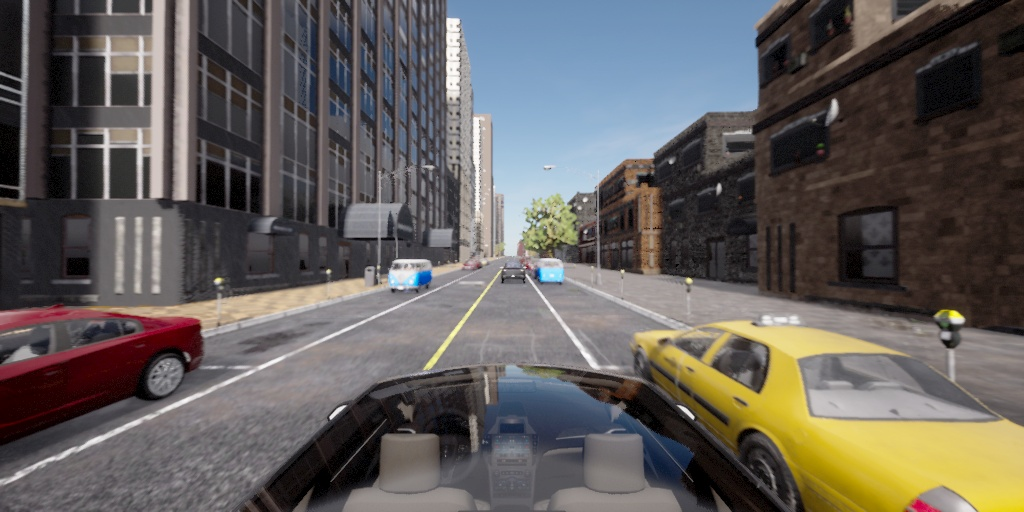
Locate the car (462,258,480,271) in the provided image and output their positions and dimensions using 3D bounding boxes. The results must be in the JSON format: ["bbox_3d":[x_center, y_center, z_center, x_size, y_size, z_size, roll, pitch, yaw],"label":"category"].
[{"bbox_3d":[-5.695,1.318,48.111,1.802,1.307,4.207,0,0,0],"label":"car"}]

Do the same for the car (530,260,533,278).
[{"bbox_3d":[2.688,1.312,31.474,1.948,1.339,4.313,0,0,0],"label":"car"}]

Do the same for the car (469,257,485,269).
[{"bbox_3d":[-5.696,1.045,53.657,2.192,1.841,5.009,0,0,0],"label":"car"}]

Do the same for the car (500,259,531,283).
[{"bbox_3d":[0.097,1.240,28.190,2.128,1.511,4.902,0,0,0],"label":"car"}]

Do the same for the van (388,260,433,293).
[{"bbox_3d":[-5.692,1.092,20.380,1.690,1.789,3.998,0,0,0],"label":"van"}]

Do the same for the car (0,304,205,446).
[{"bbox_3d":[-5.690,1.296,3.739,1.888,1.381,4.507,0,0,0],"label":"car"}]

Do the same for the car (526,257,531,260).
[{"bbox_3d":[2.687,1.183,37.020,1.967,1.591,4.097,0,0,0],"label":"car"}]

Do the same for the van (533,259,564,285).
[{"bbox_3d":[2.688,1.090,25.928,1.690,1.789,3.998,0,0,0],"label":"van"}]

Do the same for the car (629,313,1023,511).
[{"bbox_3d":[2.691,1.276,3.912,1.751,1.417,4.829,0,0,0],"label":"car"}]
